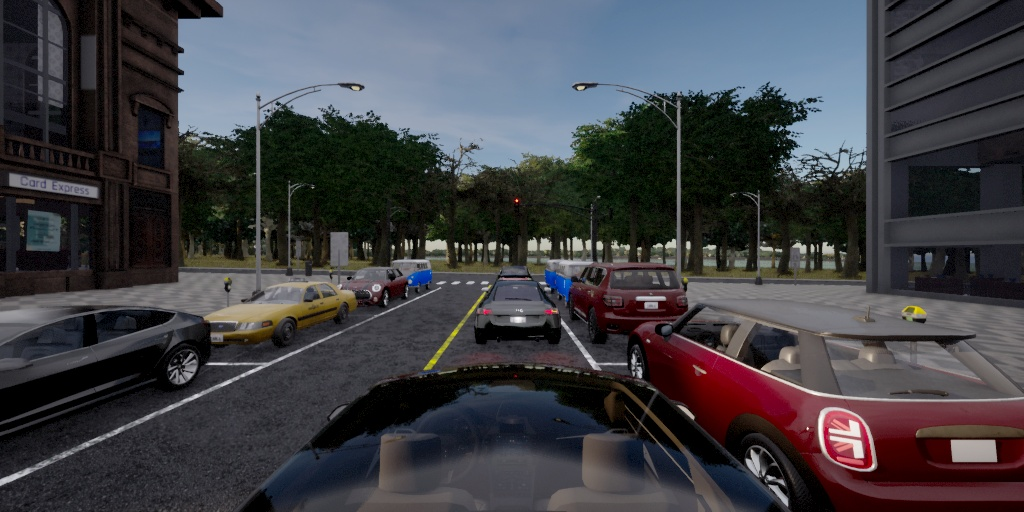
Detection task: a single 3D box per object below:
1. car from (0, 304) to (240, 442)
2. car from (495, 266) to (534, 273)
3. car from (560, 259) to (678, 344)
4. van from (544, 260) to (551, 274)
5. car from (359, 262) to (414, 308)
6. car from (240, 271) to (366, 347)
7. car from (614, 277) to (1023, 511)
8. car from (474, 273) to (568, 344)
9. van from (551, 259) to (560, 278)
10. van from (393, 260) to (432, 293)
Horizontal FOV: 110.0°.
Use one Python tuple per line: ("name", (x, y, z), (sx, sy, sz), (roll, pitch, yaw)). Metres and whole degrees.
("car", (-5.759, 1.316, 4.100), (1.948, 1.339, 4.313), (0, 0, 0))
("car", (0.131, 1.243, 18.451), (2.128, 1.511, 4.902), (0, 0, 0))
("car", (2.776, 1.065, 9.522), (2.192, 1.841, 5.009), (0, 0, 0))
("van", (2.796, 1.092, 20.397), (1.690, 1.789, 3.998), (0, 0, 0))
("car", (-5.739, 1.191, 14.975), (1.967, 1.591, 4.097), (0, 0, 0))
("car", (-5.750, 1.276, 9.368), (1.751, 1.417, 4.829), (0, 0, 0))
("car", (2.766, 1.190, 4.084), (1.967, 1.591, 4.097), (0, 0, 0))
("car", (0.118, 1.314, 9.570), (1.994, 1.385, 4.181), (0, 0, 0))
("van", (2.786, 1.092, 14.959), (1.690, 1.789, 3.998), (0, 0, 0))
("van", (-5.729, 1.092, 20.413), (1.690, 1.789, 3.998), (0, 0, 0))
